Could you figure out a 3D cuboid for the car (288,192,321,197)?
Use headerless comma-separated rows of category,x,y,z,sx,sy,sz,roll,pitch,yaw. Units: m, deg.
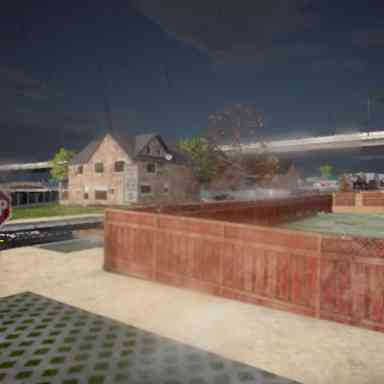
car,13.780,0.776,40.664,1.812,1.442,4.674,0,1,37

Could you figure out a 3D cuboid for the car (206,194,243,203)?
car,3.055,0.975,31.100,1.837,1.490,4.892,0,1,37

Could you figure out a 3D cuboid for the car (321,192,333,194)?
car,19.854,0.630,48.895,2.033,1.411,5.357,0,1,37
